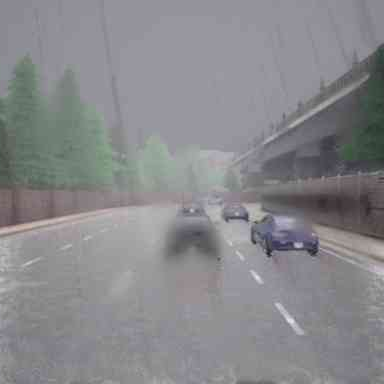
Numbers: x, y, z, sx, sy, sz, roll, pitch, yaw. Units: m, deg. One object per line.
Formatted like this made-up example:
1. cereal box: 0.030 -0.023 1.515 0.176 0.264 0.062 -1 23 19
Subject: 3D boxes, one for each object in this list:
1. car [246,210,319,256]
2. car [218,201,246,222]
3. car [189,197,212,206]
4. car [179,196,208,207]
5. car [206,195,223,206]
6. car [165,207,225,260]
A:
1. car: 3.538 1.582 13.276 1.812 1.442 4.674 0 0 0
2. car: 3.521 1.683 27.784 1.994 1.385 4.181 0 0 0
3. car: 1.590 1.768 62.450 1.837 1.490 4.892 -1 -1 38
4. car: 0.017 1.468 27.506 2.097 1.767 4.553 0 0 0
5. car: 3.409 1.471 59.198 2.150 2.045 5.566 -1 0 37
6. car: 0.034 1.560 12.614 1.837 1.490 4.892 0 0 0
